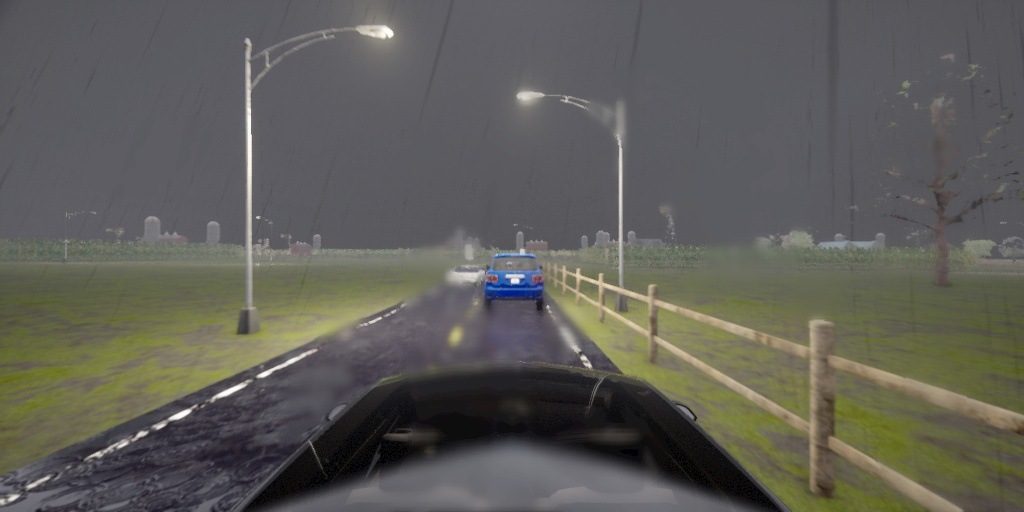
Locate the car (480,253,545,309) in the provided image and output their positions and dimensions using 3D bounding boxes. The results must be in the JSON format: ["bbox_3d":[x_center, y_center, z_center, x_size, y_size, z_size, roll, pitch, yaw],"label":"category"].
[{"bbox_3d":[0.101,0.908,14.705,2.150,2.045,5.566,0,0,0],"label":"car"}]

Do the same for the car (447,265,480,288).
[{"bbox_3d":[-2.847,1.244,22.847,1.895,1.301,4.718,0,0,0],"label":"car"}]
